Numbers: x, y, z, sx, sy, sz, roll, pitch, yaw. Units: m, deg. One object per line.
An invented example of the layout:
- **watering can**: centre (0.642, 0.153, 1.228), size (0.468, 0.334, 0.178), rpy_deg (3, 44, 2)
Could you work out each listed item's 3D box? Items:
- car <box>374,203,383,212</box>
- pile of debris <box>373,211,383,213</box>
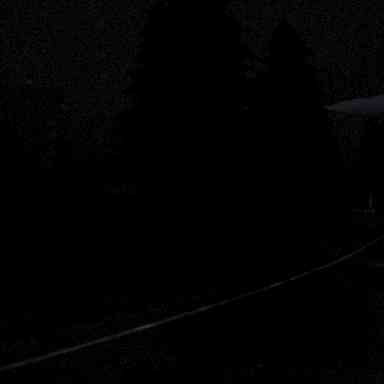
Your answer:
- **car**: centre (20.089, 1.475, 32.927), size (1.895, 1.301, 4.718), rpy_deg (0, 0, 0)
- **pile of debris**: centre (20.000, 2.051, 34.426), size (1.500, 0.140, 1.860), rpy_deg (0, 0, -6)
